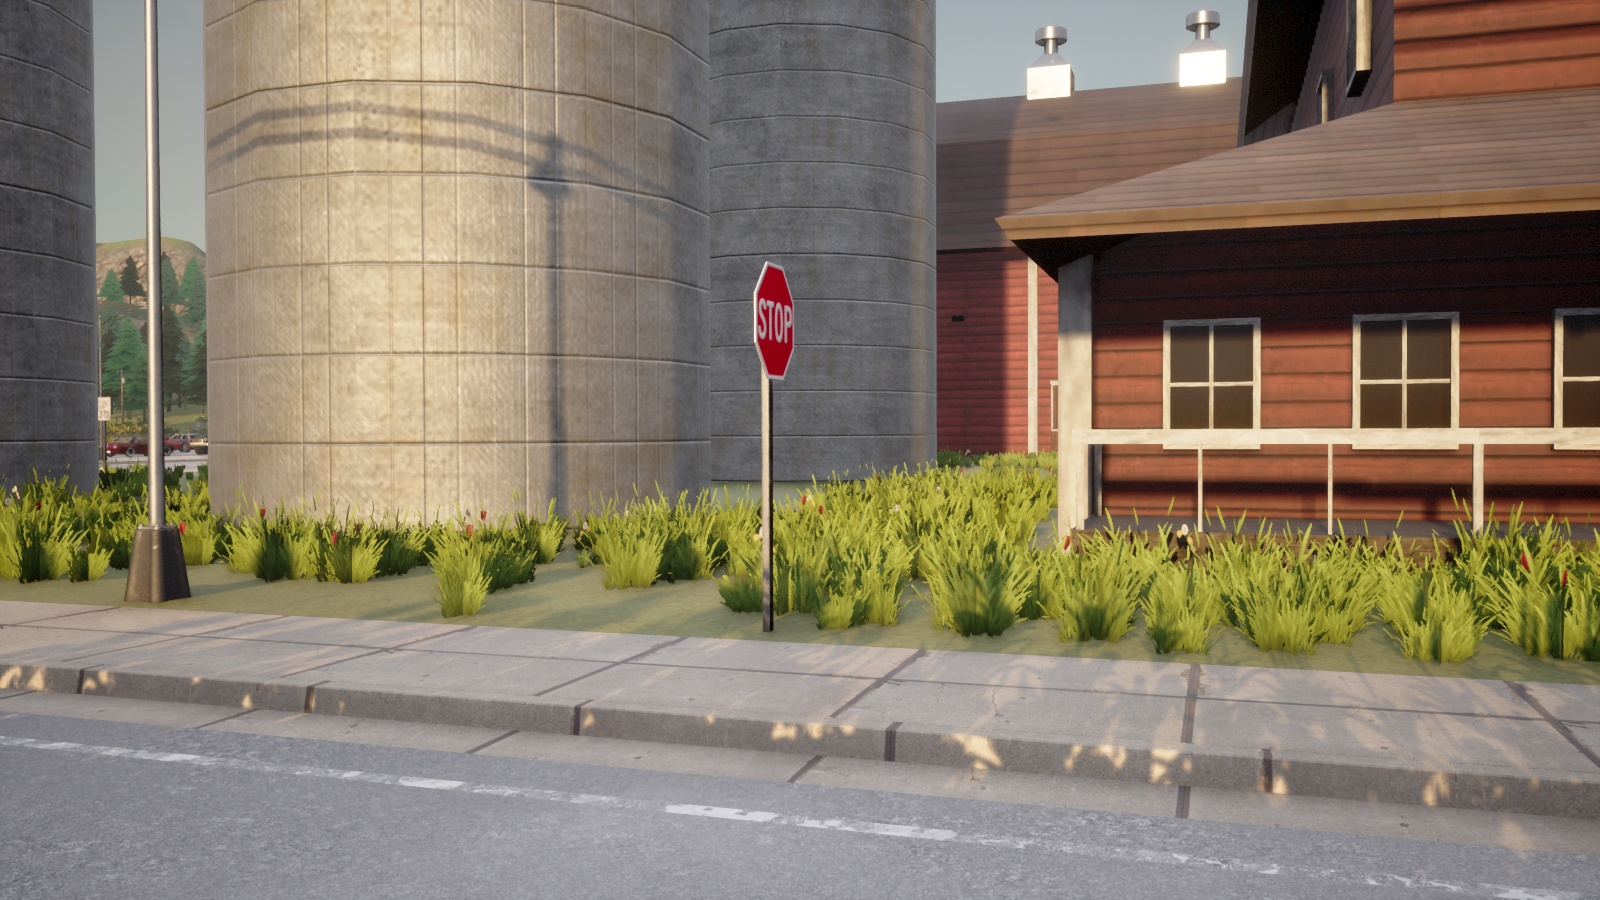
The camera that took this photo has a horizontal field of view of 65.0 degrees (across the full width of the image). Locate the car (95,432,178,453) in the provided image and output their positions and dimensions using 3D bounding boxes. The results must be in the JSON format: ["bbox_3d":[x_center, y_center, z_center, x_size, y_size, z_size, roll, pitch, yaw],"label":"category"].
[{"bbox_3d":[-42.547,-0.523,80.598,1.895,1.301,4.718,1,1,18],"label":"car"}]
